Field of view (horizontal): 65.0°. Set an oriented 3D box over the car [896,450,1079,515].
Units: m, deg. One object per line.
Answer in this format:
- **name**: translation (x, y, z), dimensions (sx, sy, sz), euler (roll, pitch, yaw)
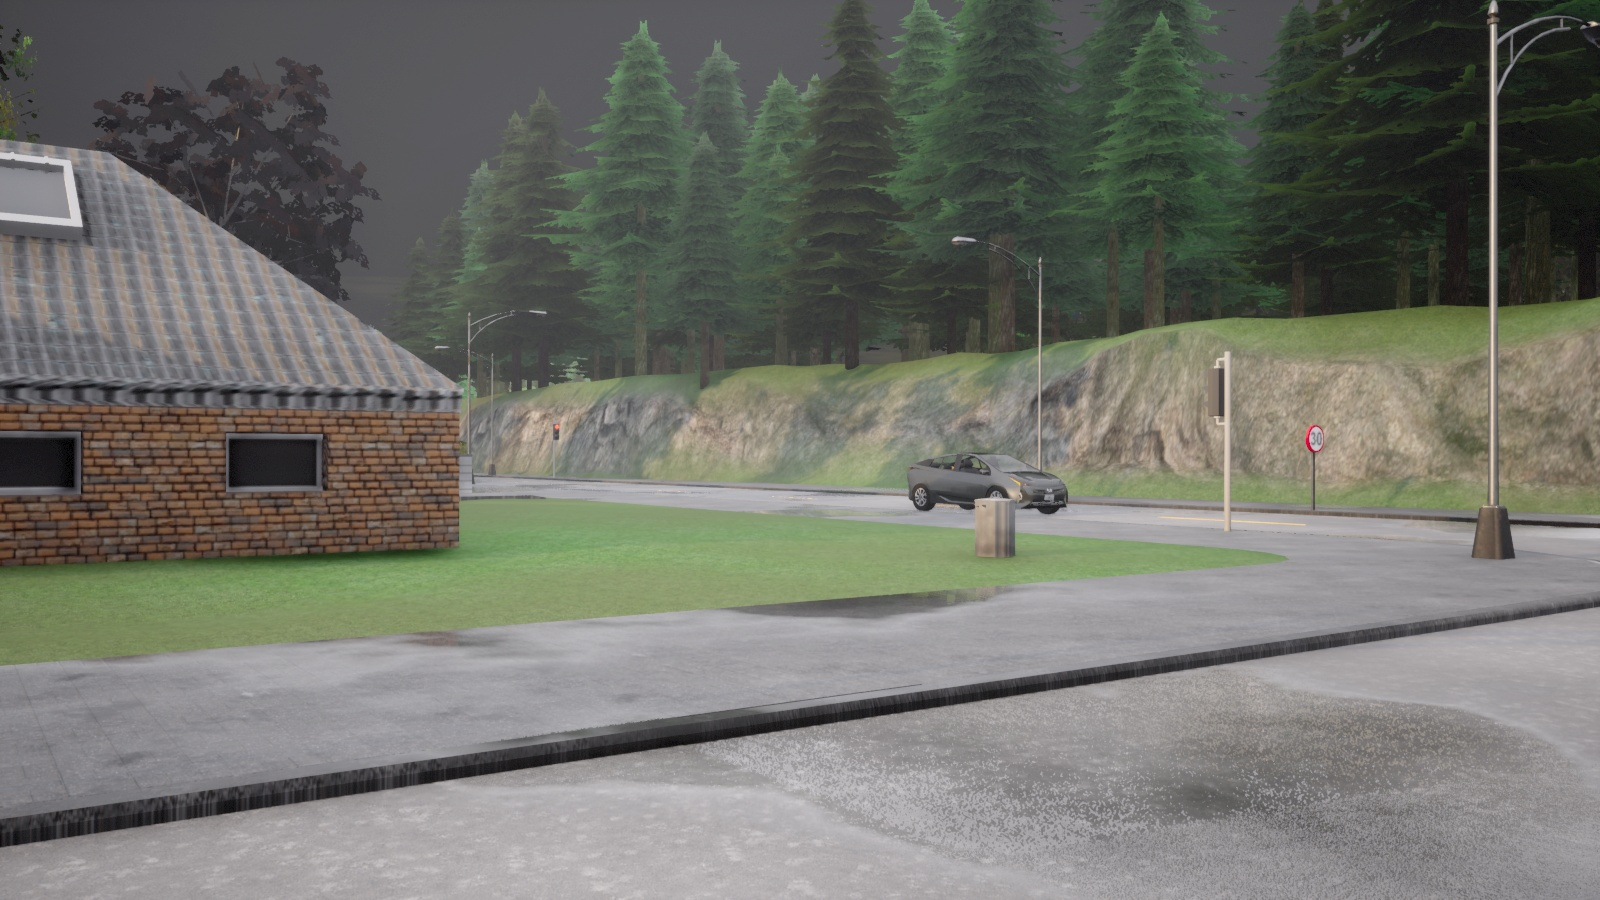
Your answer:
- **car**: translation (4.616, 0.759, 31.520), dimensions (2.007, 1.525, 4.514), euler (0, 0, -35)
